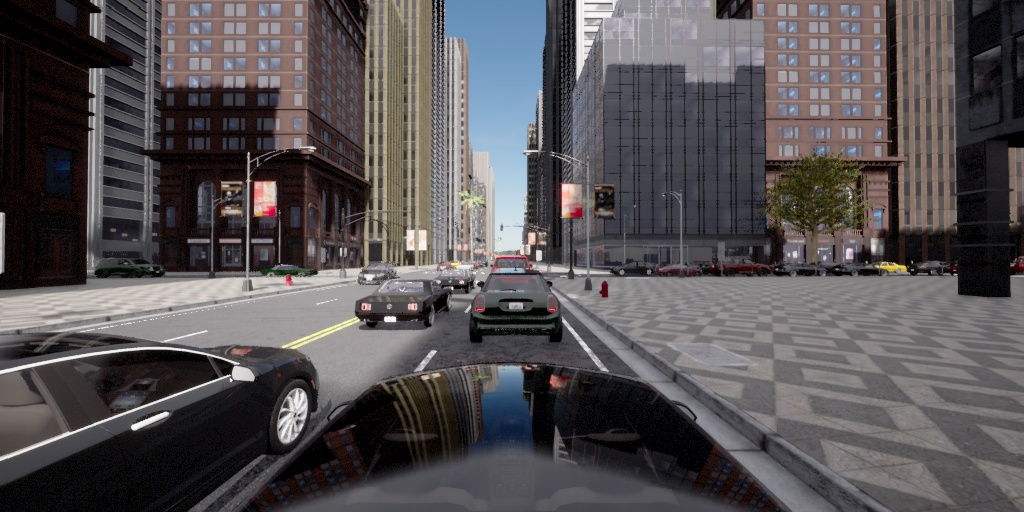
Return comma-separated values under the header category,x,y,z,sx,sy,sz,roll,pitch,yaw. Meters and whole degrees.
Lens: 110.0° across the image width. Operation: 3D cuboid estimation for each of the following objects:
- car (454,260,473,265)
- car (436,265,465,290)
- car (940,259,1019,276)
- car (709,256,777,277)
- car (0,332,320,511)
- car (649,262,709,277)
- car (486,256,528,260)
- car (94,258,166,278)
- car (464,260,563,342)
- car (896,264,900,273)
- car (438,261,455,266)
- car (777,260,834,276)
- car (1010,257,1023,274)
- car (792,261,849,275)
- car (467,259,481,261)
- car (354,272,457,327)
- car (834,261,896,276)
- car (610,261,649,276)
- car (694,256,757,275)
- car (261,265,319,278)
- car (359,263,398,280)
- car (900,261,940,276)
category,x,y,z,sx,sy,sz,roll,pitch,yaw
car,-6.697,1.569,51.860,1.895,1.301,4.718,0,0,0
car,-3.189,1.387,20.713,1.895,1.301,4.718,0,0,0
car,43.442,1.214,33.409,4.507,1.381,1.888,0,0,-1
car,20.892,1.041,33.014,5.009,1.841,2.192,0,0,-1
car,-3.151,1.255,2.224,1.837,1.490,4.892,0,0,0
car,15.254,1.327,32.915,4.207,1.307,1.802,0,0,-1
car,-0.036,1.003,19.417,2.150,2.045,5.566,0,0,0
car,-37.075,1.215,34.852,5.566,2.045,2.150,-1,-1,3
car,0.081,1.108,9.897,2.097,1.767,4.553,0,0,0
car,43.129,1.296,41.929,4.829,1.417,1.751,0,0,-1
car,-9.942,1.503,53.115,1.812,1.442,4.674,0,0,-3
car,26.529,1.276,33.112,4.313,1.339,1.948,0,0,-1
car,49.080,0.973,33.508,5.009,1.841,2.192,0,0,-1
car,33.481,1.285,39.004,4.674,1.442,1.812,0,-1,-1
car,-6.695,1.633,61.024,1.895,1.301,4.718,0,0,0
car,-3.167,1.361,11.544,1.895,1.301,4.718,0,0,0
car,32.166,1.260,33.211,4.313,1.339,1.948,0,0,-1
car,13.031,1.326,38.652,4.892,1.490,1.837,0,-1,-1
car,23.068,1.008,38.838,5.566,2.045,2.150,0,-1,-2
car,-21.499,1.522,34.873,4.718,1.301,1.895,0,-1,0
car,-9.791,1.302,26.633,2.128,1.511,4.902,0,0,-4
car,42.522,1.228,36.025,4.674,1.442,1.812,0,-1,-1
